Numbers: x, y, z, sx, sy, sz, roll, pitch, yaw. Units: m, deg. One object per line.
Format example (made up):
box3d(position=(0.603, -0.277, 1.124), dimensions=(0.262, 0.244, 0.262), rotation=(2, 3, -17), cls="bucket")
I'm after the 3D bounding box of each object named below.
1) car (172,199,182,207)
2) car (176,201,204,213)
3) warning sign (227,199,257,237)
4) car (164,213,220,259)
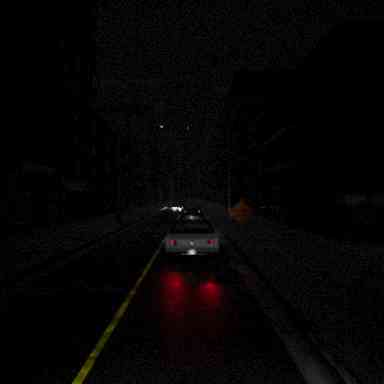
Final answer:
box3d(position=(-2.782, 2.185, 65.346), dimensions=(2.128, 1.511, 4.902), rotation=(0, -1, 0), cls="car")
box3d(position=(0.015, 1.782, 28.509), dimensions=(2.128, 1.511, 4.902), rotation=(0, 0, 0), cls="car")
box3d(position=(2.506, 1.287, 16.806), dimensions=(1.300, 1.860, 1.060), rotation=(0, -1, 0), cls="warning sign")
box3d(position=(0.016, 1.736, 13.257), dimensions=(1.895, 1.301, 4.718), rotation=(0, -1, 0), cls="car")
